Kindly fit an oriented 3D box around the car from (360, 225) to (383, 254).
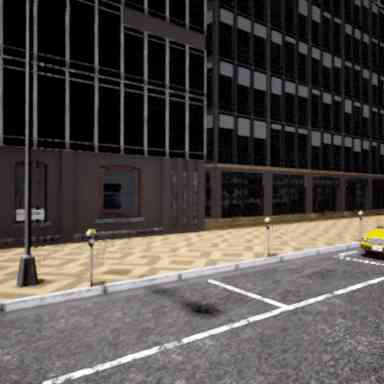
[{"bbox_3d":[8.025,1.516,12.275,4.829,1.417,1.752,0,0,-35],"label":"car"}]
